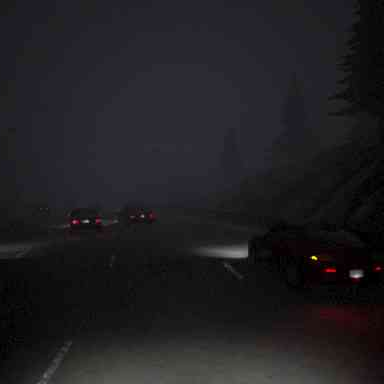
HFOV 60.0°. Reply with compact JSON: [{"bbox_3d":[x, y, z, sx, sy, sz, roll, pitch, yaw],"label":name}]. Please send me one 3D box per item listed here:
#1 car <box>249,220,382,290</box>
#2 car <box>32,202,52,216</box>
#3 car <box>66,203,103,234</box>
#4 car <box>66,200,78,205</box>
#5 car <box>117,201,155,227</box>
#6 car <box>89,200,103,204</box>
[{"bbox_3d":[2.973,1.477,8.950,1.812,1.442,4.674,-1,0,-8],"label":"car"},{"bbox_3d":[-17.274,1.908,38.348,2.033,1.411,5.357,-1,0,-21],"label":"car"},{"bbox_3d":[-6.689,1.692,20.735,2.033,1.411,5.357,-1,0,-20],"label":"car"},{"bbox_3d":[-18.767,1.948,51.960,2.033,1.411,5.357,-1,0,-22],"label":"car"},{"bbox_3d":[-4.131,1.646,23.918,2.033,1.411,5.357,-1,0,-22],"label":"car"},{"bbox_3d":[-15.298,1.936,52.695,1.895,1.301,4.718,-1,0,-21],"label":"car"}]
